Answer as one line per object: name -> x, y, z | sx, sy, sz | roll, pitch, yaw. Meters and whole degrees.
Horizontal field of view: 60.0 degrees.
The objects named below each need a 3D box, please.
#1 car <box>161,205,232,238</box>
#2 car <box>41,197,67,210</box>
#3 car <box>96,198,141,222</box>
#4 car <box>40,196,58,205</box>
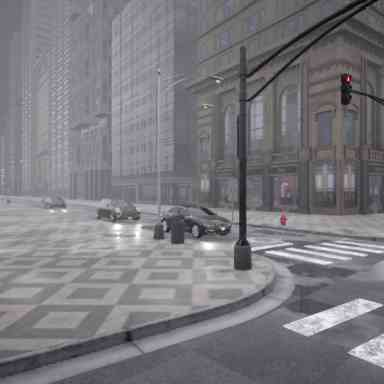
car -> 0.056, 1.455, 17.436 | 1.837, 1.490, 4.892 | 0, 0, -35
car -> -17.215, 1.384, 41.817 | 1.837, 1.490, 4.892 | 0, 0, -35
car -> -5.727, 1.275, 25.579 | 2.097, 1.767, 4.553 | 0, 0, -35
car -> -25.093, 1.447, 58.333 | 1.895, 1.301, 4.718 | 0, 0, -36
